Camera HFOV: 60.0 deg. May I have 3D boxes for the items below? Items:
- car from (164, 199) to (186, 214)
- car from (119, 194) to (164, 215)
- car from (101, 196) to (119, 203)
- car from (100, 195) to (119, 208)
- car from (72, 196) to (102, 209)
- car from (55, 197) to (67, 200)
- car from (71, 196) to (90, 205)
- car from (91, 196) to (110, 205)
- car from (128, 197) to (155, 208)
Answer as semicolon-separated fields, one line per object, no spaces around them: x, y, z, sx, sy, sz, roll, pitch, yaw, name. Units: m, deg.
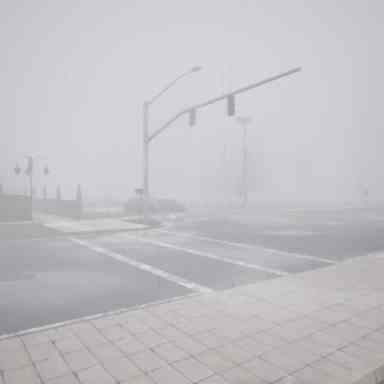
-2.567;1.485;35.719;1.837;1.490;4.892;0;0;-36;car
-5.170;1.336;33.348;2.097;1.767;4.553;0;0;-36;car
-16.531;1.479;66.913;1.837;1.490;4.892;0;0;-36;car
-12.040;1.528;48.715;2.033;1.411;5.357;0;0;-36;car
-14.766;1.585;46.514;1.895;1.301;4.718;0;0;-36;car
-22.721;1.510;57.478;1.812;1.442;4.674;0;0;-36;car
-20.081;1.486;59.810;1.837;1.490;4.892;0;0;-36;car
-16.997;1.482;61.525;1.837;1.490;4.892;0;0;-36;car
-7.387;1.503;48.274;1.812;1.442;4.674;0;0;-36;car
